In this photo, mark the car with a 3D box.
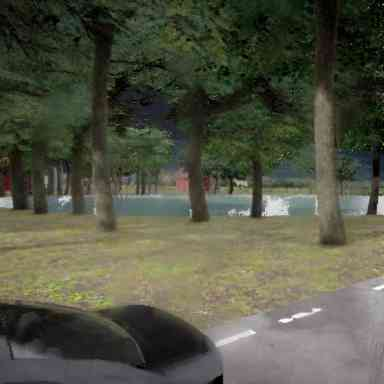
[{"bbox_3d":[-2.052,1.481,1.599,5.008,1.535,1.882,0,0,-36],"label":"car"}]
